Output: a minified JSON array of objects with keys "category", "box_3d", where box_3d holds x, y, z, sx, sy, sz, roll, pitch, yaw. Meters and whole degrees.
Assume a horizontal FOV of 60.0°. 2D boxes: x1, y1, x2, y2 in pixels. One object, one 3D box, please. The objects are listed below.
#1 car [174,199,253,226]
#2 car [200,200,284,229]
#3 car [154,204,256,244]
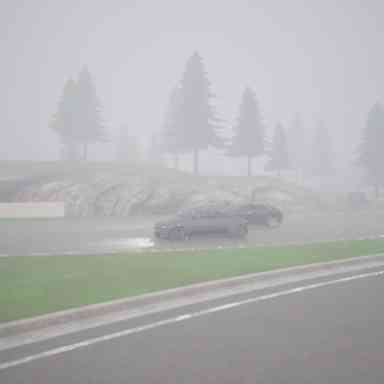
[{"category":"car","box_3d":[1.440,1.330,22.460,4.902,1.511,2.128,-1,0,-19]},{"category":"car","box_3d":[2.941,1.351,19.275,4.892,1.490,1.837,-1,1,-19]},{"category":"car","box_3d":[0.411,1.462,14.979,4.181,1.385,1.994,-1,0,-14]}]
